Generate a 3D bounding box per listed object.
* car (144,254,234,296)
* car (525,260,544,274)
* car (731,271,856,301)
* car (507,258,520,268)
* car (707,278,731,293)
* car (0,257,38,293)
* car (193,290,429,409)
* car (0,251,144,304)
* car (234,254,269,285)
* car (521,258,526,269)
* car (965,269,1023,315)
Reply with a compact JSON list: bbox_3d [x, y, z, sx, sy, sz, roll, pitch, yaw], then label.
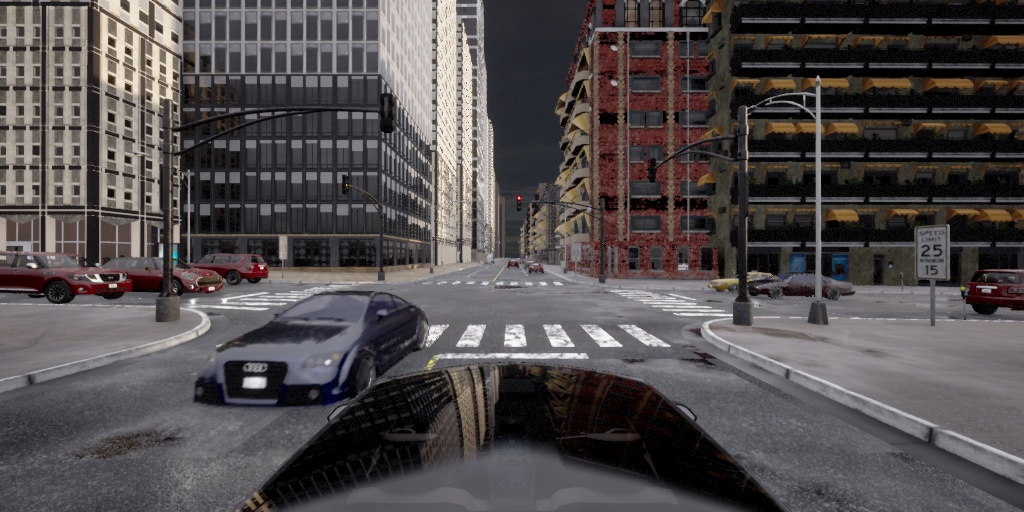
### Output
[{"bbox_3d":[-15.722,0.835,16.082,4.553,1.767,2.097,1,0,0],"label":"car"},{"bbox_3d":[2.800,1.341,41.805,1.802,1.307,4.207,0,0,0],"label":"car"},{"bbox_3d":[15.385,1.612,19.505,5.357,1.411,2.033,1,0,0],"label":"car"},{"bbox_3d":[0.189,1.249,62.000,1.882,1.535,5.008,0,0,0],"label":"car"},{"bbox_3d":[14.660,1.587,22.090,4.829,1.417,1.751,0,0,0],"label":"car"},{"bbox_3d":[-24.941,0.789,16.018,5.008,1.535,1.882,1,0,-1],"label":"car"},{"bbox_3d":[-2.913,1.314,6.234,1.994,1.385,4.181,0,0,4],"label":"car"},{"bbox_3d":[-17.558,0.757,13.477,5.009,1.841,2.192,0,0,0],"label":"car"},{"bbox_3d":[-17.680,0.776,21.856,5.009,1.841,2.192,0,0,0],"label":"car"},{"bbox_3d":[2.769,1.317,54.723,2.007,1.370,4.403,0,0,0],"label":"car"},{"bbox_3d":[20.616,1.461,13.785,5.009,1.841,2.192,0,0,0],"label":"car"}]
